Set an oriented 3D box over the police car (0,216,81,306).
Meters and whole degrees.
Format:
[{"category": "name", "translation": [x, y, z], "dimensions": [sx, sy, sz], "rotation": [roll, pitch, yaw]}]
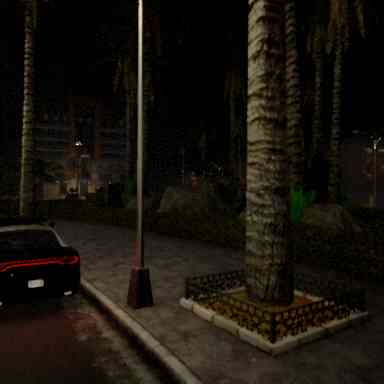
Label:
[{"category": "police car", "translation": [-4.230, 1.418, 8.040], "dimensions": [1.930, 1.638, 5.238], "rotation": [0, 0, -34]}]
